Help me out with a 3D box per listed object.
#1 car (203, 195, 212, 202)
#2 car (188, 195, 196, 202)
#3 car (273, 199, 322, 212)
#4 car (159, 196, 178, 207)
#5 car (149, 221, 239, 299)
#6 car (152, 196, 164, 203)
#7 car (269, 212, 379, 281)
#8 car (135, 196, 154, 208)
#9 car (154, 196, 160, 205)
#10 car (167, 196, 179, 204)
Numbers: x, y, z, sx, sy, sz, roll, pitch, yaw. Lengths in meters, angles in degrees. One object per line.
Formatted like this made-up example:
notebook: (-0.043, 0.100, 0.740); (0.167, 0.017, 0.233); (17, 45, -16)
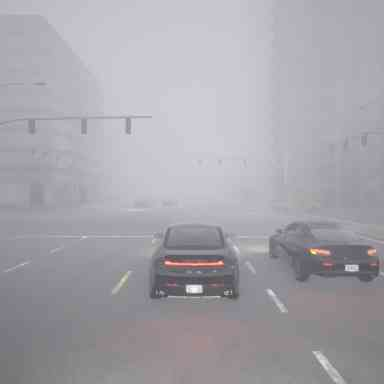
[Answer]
car: (3.501, 1.363, 73.944); (1.812, 1.442, 4.674); (0, 0, 0)
car: (0.001, 1.364, 73.944); (2.128, 1.511, 4.902); (0, 0, 0)
car: (11.255, 1.477, 35.652); (5.008, 1.535, 1.882); (0, 0, 1)
car: (-3.568, 1.477, 52.546); (1.882, 1.535, 5.008); (0, 0, 0)
car: (0.058, 1.505, 8.437); (1.837, 1.490, 4.892); (0, 0, 0)
car: (-6.999, 1.557, 69.028); (1.994, 1.385, 4.181); (0, 0, 0)
car: (3.564, 1.526, 9.693); (1.812, 1.442, 4.674); (0, 0, 0)
car: (-7.086, 1.601, 48.423); (1.895, 1.301, 4.718); (0, 0, 0)
car: (-7.079, 1.477, 57.527); (1.882, 1.535, 5.008); (0, 0, 0)
car: (-3.544, 1.547, 62.942); (2.033, 1.411, 5.357); (0, 0, 0)
